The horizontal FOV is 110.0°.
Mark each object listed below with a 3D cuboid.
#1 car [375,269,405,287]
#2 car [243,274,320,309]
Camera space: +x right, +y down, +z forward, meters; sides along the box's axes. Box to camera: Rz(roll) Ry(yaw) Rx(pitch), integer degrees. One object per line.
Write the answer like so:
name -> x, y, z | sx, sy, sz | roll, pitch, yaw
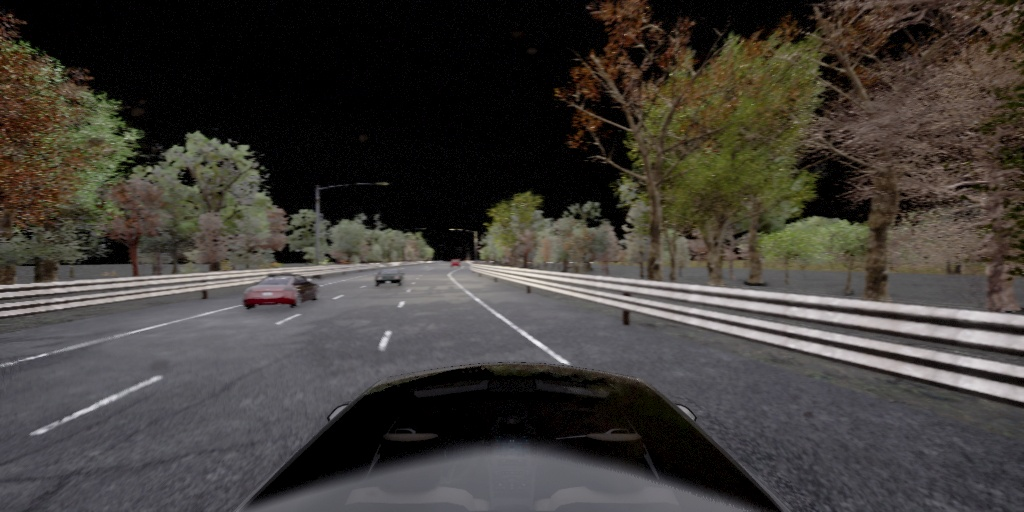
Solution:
car -> -9.475, 1.637, 28.185 | 1.895, 1.301, 4.718 | 0, 0, -13
car -> -10.265, 1.511, 16.308 | 1.994, 1.385, 4.181 | 0, 0, -14
